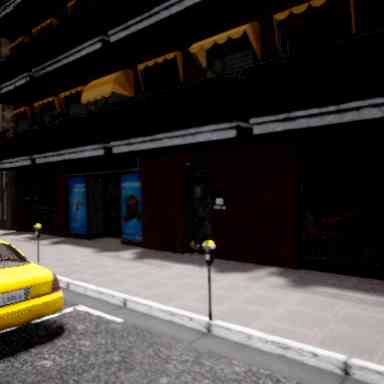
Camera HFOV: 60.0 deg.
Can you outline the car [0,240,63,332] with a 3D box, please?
[{"bbox_3d":[-4.534,1.492,6.306,5.366,1.575,1.801,-1,1,39],"label":"car"}]
